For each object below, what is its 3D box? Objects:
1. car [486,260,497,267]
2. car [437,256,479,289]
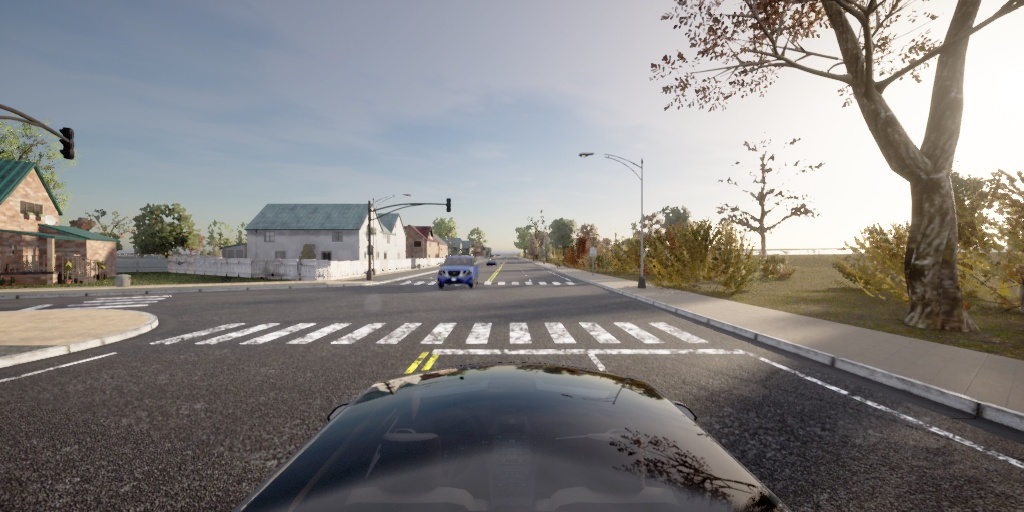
[{"bbox_3d":[-3.602,1.299,63.367,1.895,1.301,4.718,0,0,0],"label":"car"},{"bbox_3d":[-3.372,0.992,23.411,2.150,2.045,5.566,0,0,0],"label":"car"}]
